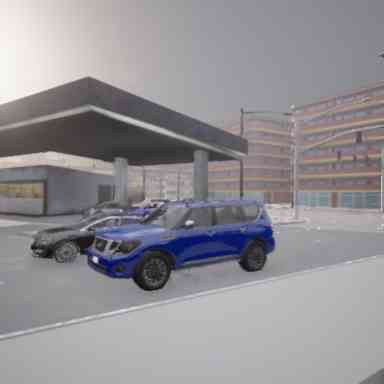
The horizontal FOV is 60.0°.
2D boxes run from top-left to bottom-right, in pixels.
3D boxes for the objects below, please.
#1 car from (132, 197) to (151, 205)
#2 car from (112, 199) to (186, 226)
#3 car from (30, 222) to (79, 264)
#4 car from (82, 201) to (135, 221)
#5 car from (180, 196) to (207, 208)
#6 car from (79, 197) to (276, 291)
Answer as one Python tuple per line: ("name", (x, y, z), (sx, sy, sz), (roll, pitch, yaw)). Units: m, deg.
("car", (-10.203, 1.789, 67.377), (1.812, 1.442, 4.674), (1, 0, -36))
("car", (-2.989, 1.377, 23.496), (4.611, 1.667, 2.242), (1, 0, -35))
("car", (-3.078, 1.523, 11.935), (4.902, 1.511, 2.128), (0, 0, -29))
("car", (-6.948, 1.532, 27.728), (3.806, 1.475, 1.970), (1, 0, -35))
("car", (0.155, 1.580, 53.217), (2.097, 1.767, 4.553), (1, 0, -36))
("car", (-0.024, 1.260, 9.481), (5.566, 2.045, 2.150), (0, 0, -35))
